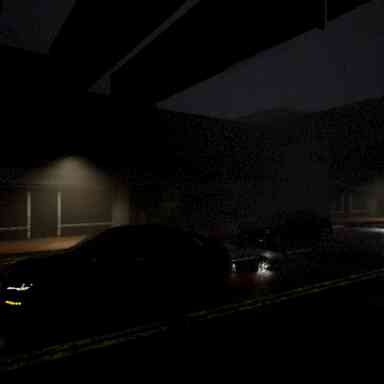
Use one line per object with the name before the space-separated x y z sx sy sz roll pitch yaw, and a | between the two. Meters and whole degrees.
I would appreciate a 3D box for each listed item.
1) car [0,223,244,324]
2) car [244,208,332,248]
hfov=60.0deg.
car | -1.390 1.515 7.234 4.892 1.490 1.837 0 0 -33
car | 4.308 1.529 15.195 5.008 1.535 1.882 0 0 -33
